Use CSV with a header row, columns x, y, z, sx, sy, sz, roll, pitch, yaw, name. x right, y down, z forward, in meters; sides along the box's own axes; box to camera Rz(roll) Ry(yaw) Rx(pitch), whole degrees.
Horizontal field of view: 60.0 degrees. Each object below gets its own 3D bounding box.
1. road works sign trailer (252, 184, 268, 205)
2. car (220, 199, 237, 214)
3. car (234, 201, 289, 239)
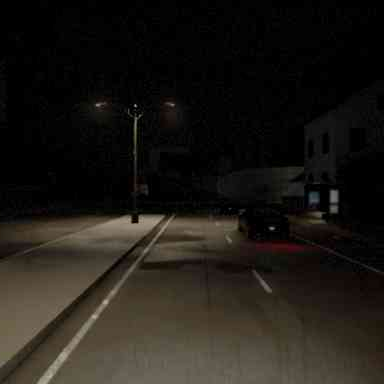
x,y,z,sx,sy,sz,roll,pitch,yaw,name
12.001,0.469,57.568,2.380,3.560,2.880,0,0,35,road works sign trailer
4.094,1.480,35.734,1.882,1.535,5.008,0,0,6,car
3.596,1.479,17.430,1.882,1.535,5.008,0,0,0,car
